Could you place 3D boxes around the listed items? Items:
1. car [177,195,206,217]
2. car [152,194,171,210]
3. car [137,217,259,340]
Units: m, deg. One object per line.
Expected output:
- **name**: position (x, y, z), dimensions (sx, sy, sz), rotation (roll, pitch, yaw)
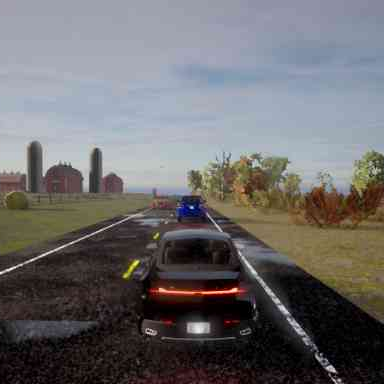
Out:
- **car**: position (-0.033, 1.220, 26.430), dimensions (2.150, 2.045, 5.566), rotation (0, 0, -1)
- **car**: position (-3.823, 1.316, 42.572), dimensions (2.150, 2.045, 5.566), rotation (0, 0, -1)
- **car**: position (0.083, 1.504, 6.710), dimensions (1.837, 1.490, 4.892), rotation (0, 0, 0)
